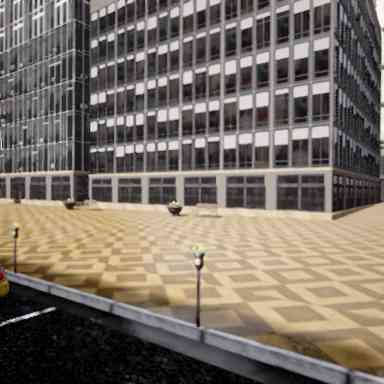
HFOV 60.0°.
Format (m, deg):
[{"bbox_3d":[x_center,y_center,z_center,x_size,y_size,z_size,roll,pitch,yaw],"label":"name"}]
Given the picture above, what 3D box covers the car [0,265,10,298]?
[{"bbox_3d":[-5.629,1.475,6.884,4.829,1.417,1.752,0,1,36],"label":"car"}]
